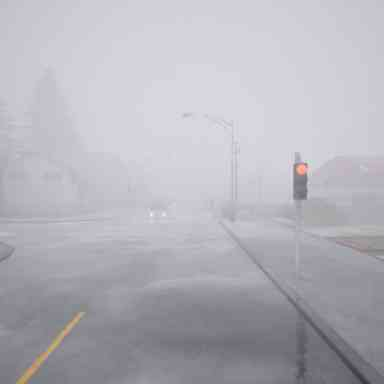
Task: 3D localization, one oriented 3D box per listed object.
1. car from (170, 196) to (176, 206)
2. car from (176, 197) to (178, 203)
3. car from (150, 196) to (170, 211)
[{"bbox_3d":[-4.095,1.526,54.299,1.812,1.442,4.674,0,0,0],"label":"car"},{"bbox_3d":[-4.002,1.492,69.263,2.128,1.511,4.902,0,0,0],"label":"car"},{"bbox_3d":[-4.103,1.505,41.655,1.837,1.490,4.892,0,0,0],"label":"car"}]
